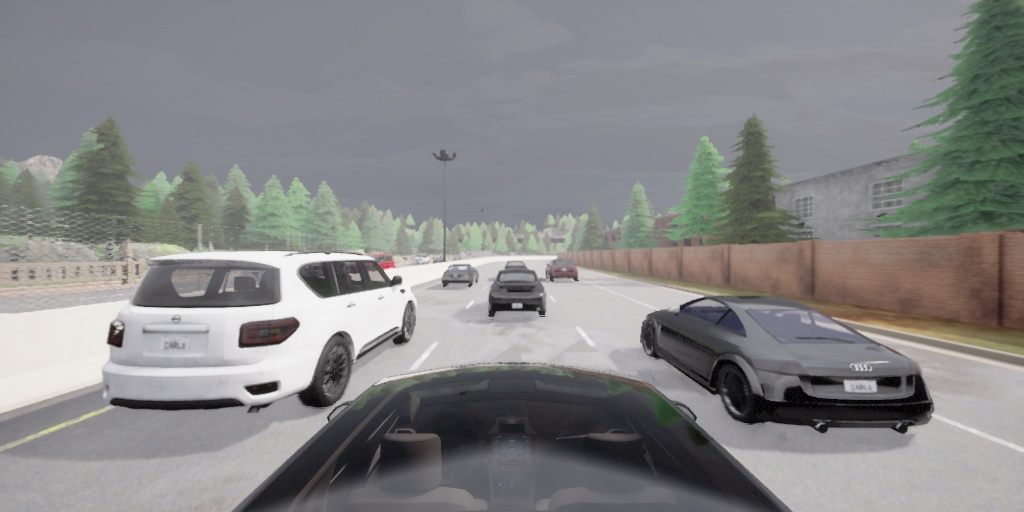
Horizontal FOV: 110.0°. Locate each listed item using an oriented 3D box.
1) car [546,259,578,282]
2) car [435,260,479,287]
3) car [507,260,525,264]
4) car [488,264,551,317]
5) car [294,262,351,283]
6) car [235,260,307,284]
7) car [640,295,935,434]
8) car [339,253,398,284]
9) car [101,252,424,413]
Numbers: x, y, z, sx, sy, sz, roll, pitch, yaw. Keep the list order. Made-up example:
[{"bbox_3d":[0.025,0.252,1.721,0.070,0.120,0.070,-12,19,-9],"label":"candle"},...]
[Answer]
[{"bbox_3d":[3.776,0.988,27.854,2.097,1.767,4.553,0,0,0],"label":"car"},{"bbox_3d":[-3.259,1.195,23.288,2.033,1.411,5.357,0,0,0],"label":"car"},{"bbox_3d":[0.291,1.101,29.730,1.882,1.535,5.008,0,0,0],"label":"car"},{"bbox_3d":[0.171,1.204,12.972,1.837,1.490,4.892,0,0,0],"label":"car"},{"bbox_3d":[-13.926,1.182,26.710,1.994,1.385,4.181,0,0,0],"label":"car"},{"bbox_3d":[-17.430,1.094,26.281,1.882,1.535,5.008,0,0,0],"label":"car"},{"bbox_3d":[3.622,1.301,5.719,1.994,1.385,4.181,0,0,0],"label":"car"},{"bbox_3d":[-10.429,0.848,26.629,2.150,2.045,5.566,0,0,0],"label":"car"},{"bbox_3d":[-3.366,0.948,6.281,2.150,2.045,5.566,0,0,0],"label":"car"}]
